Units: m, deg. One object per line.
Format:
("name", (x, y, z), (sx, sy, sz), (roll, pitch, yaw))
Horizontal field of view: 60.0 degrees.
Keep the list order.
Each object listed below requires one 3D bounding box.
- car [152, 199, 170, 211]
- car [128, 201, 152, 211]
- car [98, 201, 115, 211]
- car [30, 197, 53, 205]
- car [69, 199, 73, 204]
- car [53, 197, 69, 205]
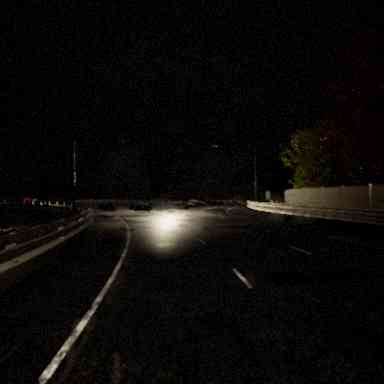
("car", (-5.069, 1.825, 50.109), (2.097, 1.767, 4.553), (0, -1, -27))
("car", (-7.720, 2.031, 47.696), (1.994, 1.385, 4.181), (0, -1, -26))
("car", (-12.885, 2.043, 50.082), (1.812, 1.442, 4.674), (0, -1, -28))
("car", (-35.671, 2.371, 78.877), (5.008, 1.535, 1.882), (-1, -1, 39))
("car", (-31.734, 2.482, 84.733), (4.181, 1.385, 1.994), (-1, -1, 39))
("car", (-33.210, 2.135, 81.388), (5.566, 2.045, 2.150), (-1, -1, 39))
